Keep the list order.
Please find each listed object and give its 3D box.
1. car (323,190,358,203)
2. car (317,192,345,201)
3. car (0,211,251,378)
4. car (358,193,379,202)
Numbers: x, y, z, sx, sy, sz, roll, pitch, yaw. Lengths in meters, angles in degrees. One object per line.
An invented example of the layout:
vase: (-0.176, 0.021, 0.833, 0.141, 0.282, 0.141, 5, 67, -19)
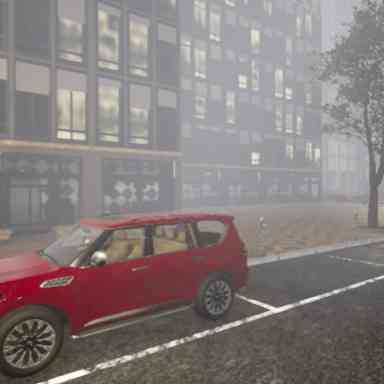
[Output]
car: (20.439, 0.644, 47.765, 2.192, 1.841, 5.009, 1, 1, -36)
car: (23.881, 0.743, 57.254, 1.802, 1.307, 4.206, 1, 1, -36)
car: (-1.194, 1.305, 5.711, 5.009, 1.841, 2.192, 0, 0, -35)
car: (27.196, 0.832, 52.717, 1.947, 1.339, 4.313, 1, 1, -36)
